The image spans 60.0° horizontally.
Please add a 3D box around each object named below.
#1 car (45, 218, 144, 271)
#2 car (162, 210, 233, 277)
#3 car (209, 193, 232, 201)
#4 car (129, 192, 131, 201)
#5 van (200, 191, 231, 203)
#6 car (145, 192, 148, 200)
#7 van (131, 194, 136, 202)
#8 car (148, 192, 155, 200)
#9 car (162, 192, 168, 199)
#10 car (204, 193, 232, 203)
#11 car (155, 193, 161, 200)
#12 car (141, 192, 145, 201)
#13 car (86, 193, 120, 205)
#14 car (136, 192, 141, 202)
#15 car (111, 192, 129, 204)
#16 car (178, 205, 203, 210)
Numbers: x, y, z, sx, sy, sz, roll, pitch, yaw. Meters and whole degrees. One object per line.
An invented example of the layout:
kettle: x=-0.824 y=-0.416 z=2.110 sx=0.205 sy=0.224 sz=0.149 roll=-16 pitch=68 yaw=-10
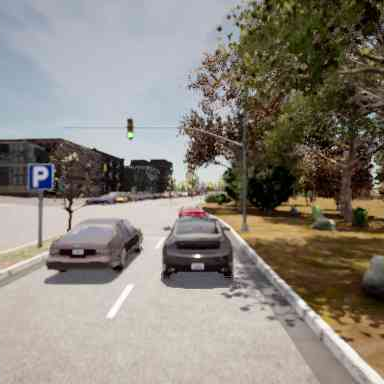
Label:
car: x=-2.838 y=1.554 z=10.844 sx=2.033 sy=1.411 sz=5.357 roll=0 pitch=0 yaw=0
car: x=0.158 y=1.510 z=10.276 sx=1.837 sy=1.490 sz=4.892 roll=0 pitch=0 yaw=0
car: x=6.358 y=1.040 z=73.951 sx=4.553 sy=1.767 sz=2.185 roll=1 pitch=0 yaw=-12
car: x=-13.788 y=1.121 z=59.605 sx=4.553 sy=1.767 sz=2.185 roll=-1 pitch=0 yaw=-14
van: x=4.206 y=0.972 z=56.278 sx=4.442 sy=1.987 sz=1.878 roll=1 pitch=0 yaw=-14
car: x=-12.365 y=1.272 z=71.615 sx=4.674 sy=1.452 sz=2.002 roll=-1 pitch=0 yaw=-13
van: x=-13.326 y=1.015 z=62.646 sx=4.442 sy=1.987 sz=1.878 roll=-1 pitch=0 yaw=-14
car: x=-11.558 y=1.264 z=77.598 sx=4.674 sy=1.452 sz=2.002 roll=-1 pitch=0 yaw=-12
car: x=-9.736 y=1.207 z=89.546 sx=5.008 sy=1.535 sz=2.097 roll=-1 pitch=0 yaw=-11
car: x=4.586 y=1.068 z=59.249 sx=4.553 sy=1.767 sz=2.185 roll=1 pitch=0 yaw=-14
car: x=-11.111 y=0.968 z=80.605 sx=5.566 sy=2.045 sz=2.435 roll=-1 pitch=0 yaw=-12
car: x=-12.733 y=1.275 z=68.613 sx=4.674 sy=1.452 sz=2.002 roll=-1 pitch=0 yaw=-13
car: x=-14.518 y=1.290 z=53.660 sx=4.792 sy=1.488 sz=2.163 roll=-1 pitch=0 yaw=-15
car: x=-13.102 y=1.240 z=65.617 sx=4.892 sy=1.521 sz=2.231 roll=-1 pitch=0 yaw=-14
car: x=-13.877 y=1.244 z=56.653 sx=5.366 sy=1.575 sz=1.946 roll=-1 pitch=0 yaw=-15
car: x=-0.094 y=1.587 z=24.455 sx=1.895 sy=1.301 sz=4.718 roll=1 pitch=1 yaw=-4
